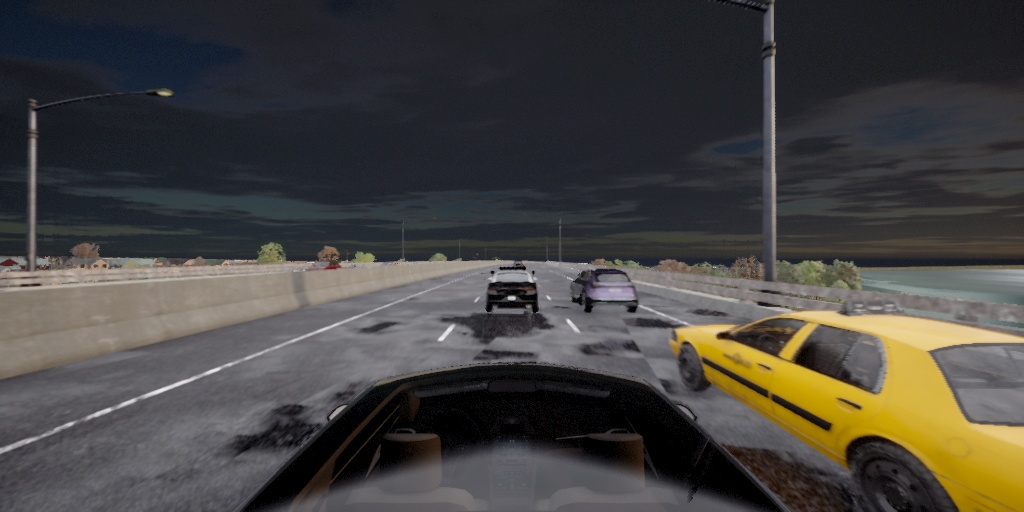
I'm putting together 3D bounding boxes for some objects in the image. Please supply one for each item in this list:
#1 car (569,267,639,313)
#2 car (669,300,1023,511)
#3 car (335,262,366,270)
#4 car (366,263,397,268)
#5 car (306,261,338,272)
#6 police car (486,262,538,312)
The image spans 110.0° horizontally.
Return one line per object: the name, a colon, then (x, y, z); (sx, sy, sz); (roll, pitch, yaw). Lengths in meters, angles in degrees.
car: (3.552, 1.251, 14.518); (2.033, 1.649, 4.856); (0, 0, 0)
car: (3.498, 1.218, 3.786); (1.801, 1.575, 5.366); (0, 0, 0)
car: (-17.069, 1.555, 39.461); (1.895, 1.301, 4.718); (0, 0, 1)
car: (-13.577, 1.502, 39.207); (2.033, 1.411, 5.357); (0, 0, 1)
car: (-20.572, 1.303, 39.472); (2.097, 1.767, 4.553); (0, 0, 1)
police car: (0.033, 1.244, 14.850); (1.930, 1.638, 5.238); (0, 0, 1)
